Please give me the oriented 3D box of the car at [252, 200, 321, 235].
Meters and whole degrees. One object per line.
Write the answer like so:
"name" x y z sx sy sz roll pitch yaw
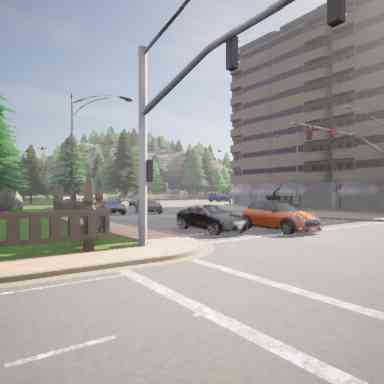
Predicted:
"car" 4.871 1.299 18.625 2.097 1.767 4.553 0 0 -34

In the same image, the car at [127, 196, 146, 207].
"car" -8.320 1.422 50.427 1.882 1.535 5.008 0 0 1

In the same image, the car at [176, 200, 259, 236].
"car" 0.962 1.436 18.125 2.128 1.511 4.902 0 0 -34

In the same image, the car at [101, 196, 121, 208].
"car" -11.736 1.422 48.553 1.882 1.535 5.008 0 0 -2

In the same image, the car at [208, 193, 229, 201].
"car" 5.712 1.170 71.210 2.150 2.045 5.566 0 0 40

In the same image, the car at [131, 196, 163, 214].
"car" -4.447 1.450 33.480 1.837 1.490 4.892 0 0 -25

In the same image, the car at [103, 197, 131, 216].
"car" -7.747 1.492 31.967 2.033 1.411 5.357 0 0 -25
